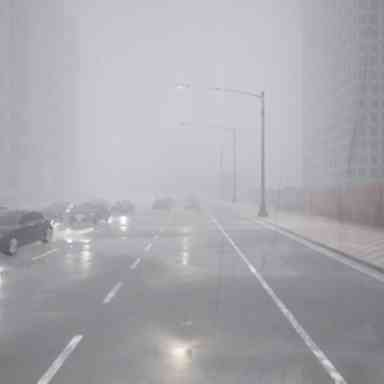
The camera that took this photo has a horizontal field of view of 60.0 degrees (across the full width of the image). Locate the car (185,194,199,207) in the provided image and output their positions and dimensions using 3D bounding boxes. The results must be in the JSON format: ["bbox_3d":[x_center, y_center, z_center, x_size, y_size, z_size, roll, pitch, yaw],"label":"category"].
[{"bbox_3d":[0.000,1.233,49.753,2.097,1.767,4.553,0,0,0],"label":"car"}]

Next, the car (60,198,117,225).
[{"bbox_3d":[-7.097,1.436,23.390,2.128,1.511,4.902,0,0,0],"label":"car"}]

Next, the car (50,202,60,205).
[{"bbox_3d":[-10.596,1.483,26.961,2.033,1.411,5.357,0,0,0],"label":"car"}]

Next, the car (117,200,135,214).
[{"bbox_3d":[-7.080,1.521,33.714,1.895,1.301,4.718,0,0,0],"label":"car"}]

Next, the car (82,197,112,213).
[{"bbox_3d":[-10.556,1.389,37.242,1.882,1.535,5.008,0,0,0],"label":"car"}]

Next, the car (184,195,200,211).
[{"bbox_3d":[-0.001,1.454,39.304,2.033,1.411,5.357,0,0,0],"label":"car"}]

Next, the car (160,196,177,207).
[{"bbox_3d":[-3.500,1.374,49.817,2.128,1.511,4.902,0,0,0],"label":"car"}]

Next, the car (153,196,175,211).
[{"bbox_3d":[-3.501,1.398,39.304,2.128,1.511,4.902,0,0,0],"label":"car"}]

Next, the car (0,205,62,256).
[{"bbox_3d":[-7.099,1.473,13.039,1.837,1.490,4.892,0,0,0],"label":"car"}]
